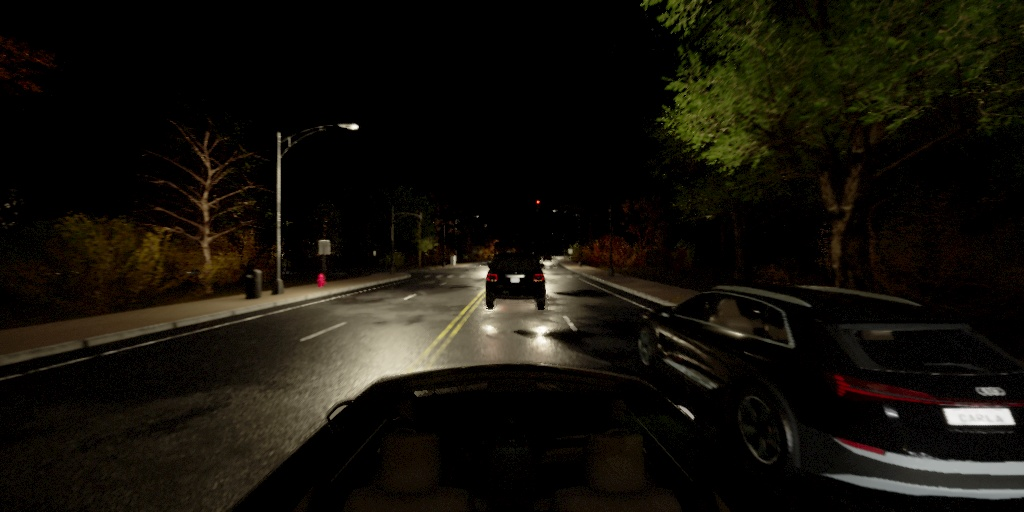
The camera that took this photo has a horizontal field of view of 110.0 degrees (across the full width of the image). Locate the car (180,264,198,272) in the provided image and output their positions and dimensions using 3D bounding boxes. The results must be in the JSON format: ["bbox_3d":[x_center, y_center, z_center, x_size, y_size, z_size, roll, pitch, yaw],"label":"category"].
[{"bbox_3d":[-42.179,1.303,45.581,4.902,1.511,2.128,0,0,11],"label":"car"}]

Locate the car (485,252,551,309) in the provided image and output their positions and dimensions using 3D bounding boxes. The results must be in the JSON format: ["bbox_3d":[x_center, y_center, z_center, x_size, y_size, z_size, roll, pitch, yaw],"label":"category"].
[{"bbox_3d":[0.158,0.886,14.573,2.150,2.045,5.566,0,0,1],"label":"car"}]

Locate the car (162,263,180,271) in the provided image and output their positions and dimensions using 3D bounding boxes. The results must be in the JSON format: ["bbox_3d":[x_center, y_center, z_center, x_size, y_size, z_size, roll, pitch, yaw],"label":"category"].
[{"bbox_3d":[-42.805,1.351,42.392,5.357,1.411,2.033,0,0,11],"label":"car"}]

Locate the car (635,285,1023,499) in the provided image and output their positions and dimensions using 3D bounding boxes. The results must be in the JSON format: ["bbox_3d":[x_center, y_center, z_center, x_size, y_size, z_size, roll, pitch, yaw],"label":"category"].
[{"bbox_3d":[3.251,1.166,4.745,2.033,1.649,4.856,0,0,0],"label":"car"}]
